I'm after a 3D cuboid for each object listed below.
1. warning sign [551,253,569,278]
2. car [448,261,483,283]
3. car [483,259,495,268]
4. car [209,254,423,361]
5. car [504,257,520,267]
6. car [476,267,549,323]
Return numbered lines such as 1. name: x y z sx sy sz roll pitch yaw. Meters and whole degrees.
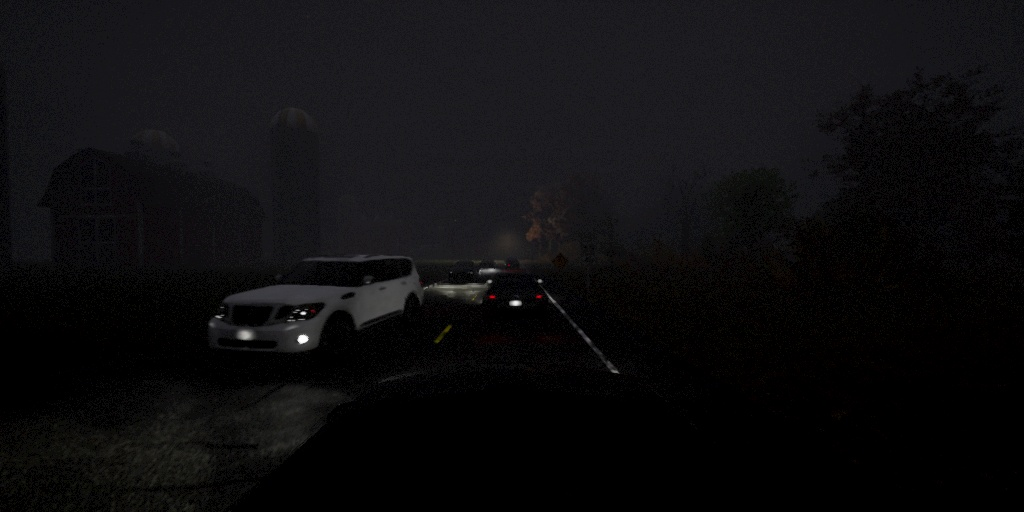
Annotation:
1. warning sign: 3.571 0.687 26.630 1.300 1.860 1.060 0 0 0
2. car: -3.580 1.113 27.051 1.882 1.535 5.008 -1 0 0
3. car: -3.466 1.084 51.020 1.895 1.301 4.718 -1 0 0
4. car: -4.098 0.975 8.827 2.150 2.045 5.566 0 0 9
5. car: 0.038 0.974 46.053 2.128 1.511 4.902 -1 0 0
6. car: 0.102 1.259 11.889 1.994 1.385 4.181 -1 0 0
